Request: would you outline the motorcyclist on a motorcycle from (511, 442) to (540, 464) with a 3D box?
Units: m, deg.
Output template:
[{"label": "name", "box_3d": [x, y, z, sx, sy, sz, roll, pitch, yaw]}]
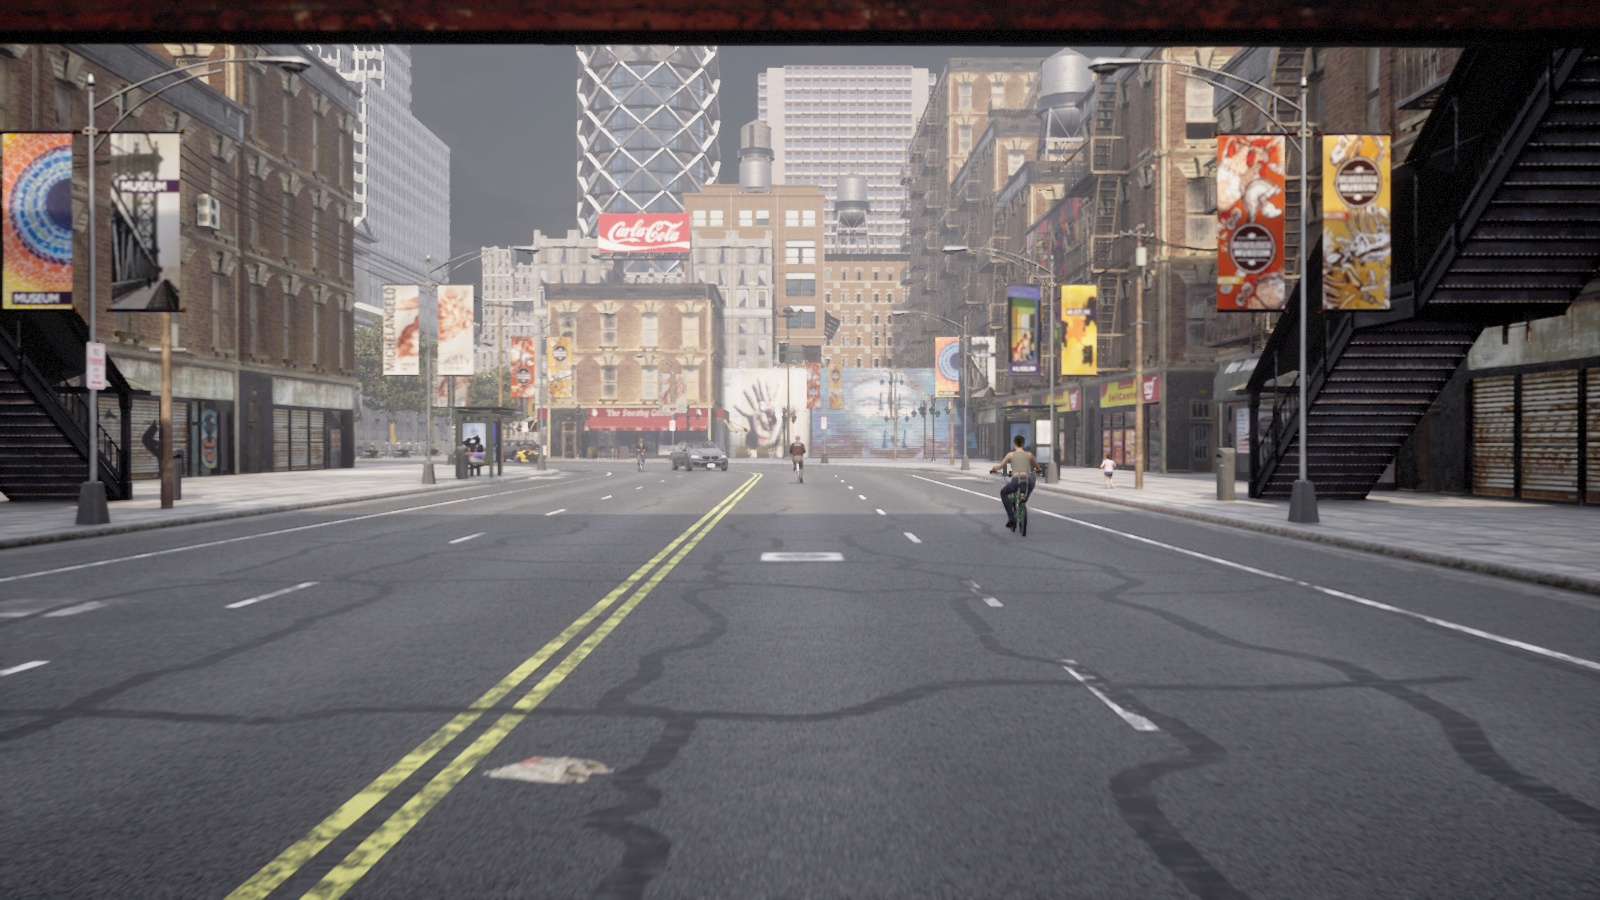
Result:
[{"label": "motorcyclist on a motorcycle", "box_3d": [-19.674, 0.206, 89.885, 2.044, 1.523, 0.797, 0, 1, 32]}]

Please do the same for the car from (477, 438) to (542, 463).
[{"label": "car", "box_3d": [-22.031, 0.009, 95.167, 4.605, 1.855, 1.932, 0, 0, 28]}]

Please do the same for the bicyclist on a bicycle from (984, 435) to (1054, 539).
[{"label": "bicyclist on a bicycle", "box_3d": [3.510, 0.572, 20.263, 0.866, 1.612, 1.509, 0, 0, 0]}]

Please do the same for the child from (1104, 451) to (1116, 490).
[{"label": "child", "box_3d": [8.859, 0.588, 35.897, 0.255, 1.110, 0.394, 0, 0, 0]}]

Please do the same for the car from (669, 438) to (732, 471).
[{"label": "car", "box_3d": [-5.355, 0.208, 67.072, 2.242, 1.667, 4.611, 0, 0, -20]}]
